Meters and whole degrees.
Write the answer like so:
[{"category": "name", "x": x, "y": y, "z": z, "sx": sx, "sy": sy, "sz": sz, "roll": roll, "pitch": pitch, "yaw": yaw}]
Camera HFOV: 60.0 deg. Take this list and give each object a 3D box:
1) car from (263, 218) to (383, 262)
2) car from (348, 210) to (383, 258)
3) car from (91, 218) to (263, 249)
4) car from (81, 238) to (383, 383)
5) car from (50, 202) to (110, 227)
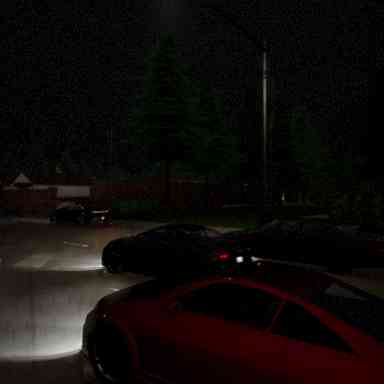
[{"category": "car", "x": 3.378, "y": 1.543, "z": 10.534, "sx": 5.357, "sy": 1.411, "sz": 2.033, "roll": 0, "pitch": 0, "yaw": 35}, {"category": "car", "x": 8.231, "y": 1.493, "z": 11.391, "sx": 4.902, "sy": 1.511, "sz": 2.128, "roll": 0, "pitch": 0, "yaw": 35}, {"category": "car", "x": -0.502, "y": 1.555, "z": 8.988, "sx": 4.181, "sy": 1.385, "sz": 1.994, "roll": 0, "pitch": 0, "yaw": 35}, {"category": "car", "x": 0.627, "y": 1.562, "z": 3.908, "sx": 4.181, "sy": 1.385, "sz": 1.994, "roll": 0, "pitch": 0, "yaw": 35}, {"category": "car", "x": -7.666, "y": 1.461, "z": 22.620, "sx": 4.902, "sy": 1.511, "sz": 2.128, "roll": 0, "pitch": 0, "yaw": 35}]
